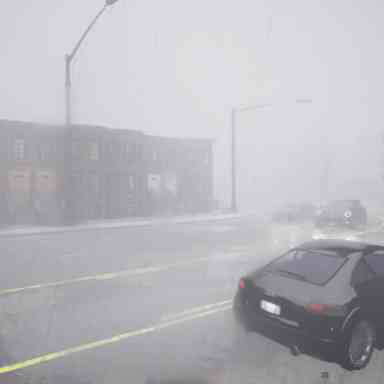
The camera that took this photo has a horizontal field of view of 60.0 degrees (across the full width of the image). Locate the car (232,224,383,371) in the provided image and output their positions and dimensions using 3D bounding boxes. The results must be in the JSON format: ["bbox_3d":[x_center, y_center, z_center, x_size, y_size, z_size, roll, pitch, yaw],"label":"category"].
[{"bbox_3d":[2.697,1.520,5.680,4.181,1.385,1.994,-1,0,-35],"label":"car"}]

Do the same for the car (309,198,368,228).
[{"bbox_3d":[9.047,1.197,20.051,2.097,1.767,4.553,0,0,38],"label":"car"}]

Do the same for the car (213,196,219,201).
[{"bbox_3d":[3.151,1.211,62.650,2.128,1.511,4.902,-1,0,-34],"label":"car"}]

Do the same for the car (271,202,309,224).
[{"bbox_3d":[7.426,1.387,23.396,2.033,1.411,5.357,0,0,37],"label":"car"}]
